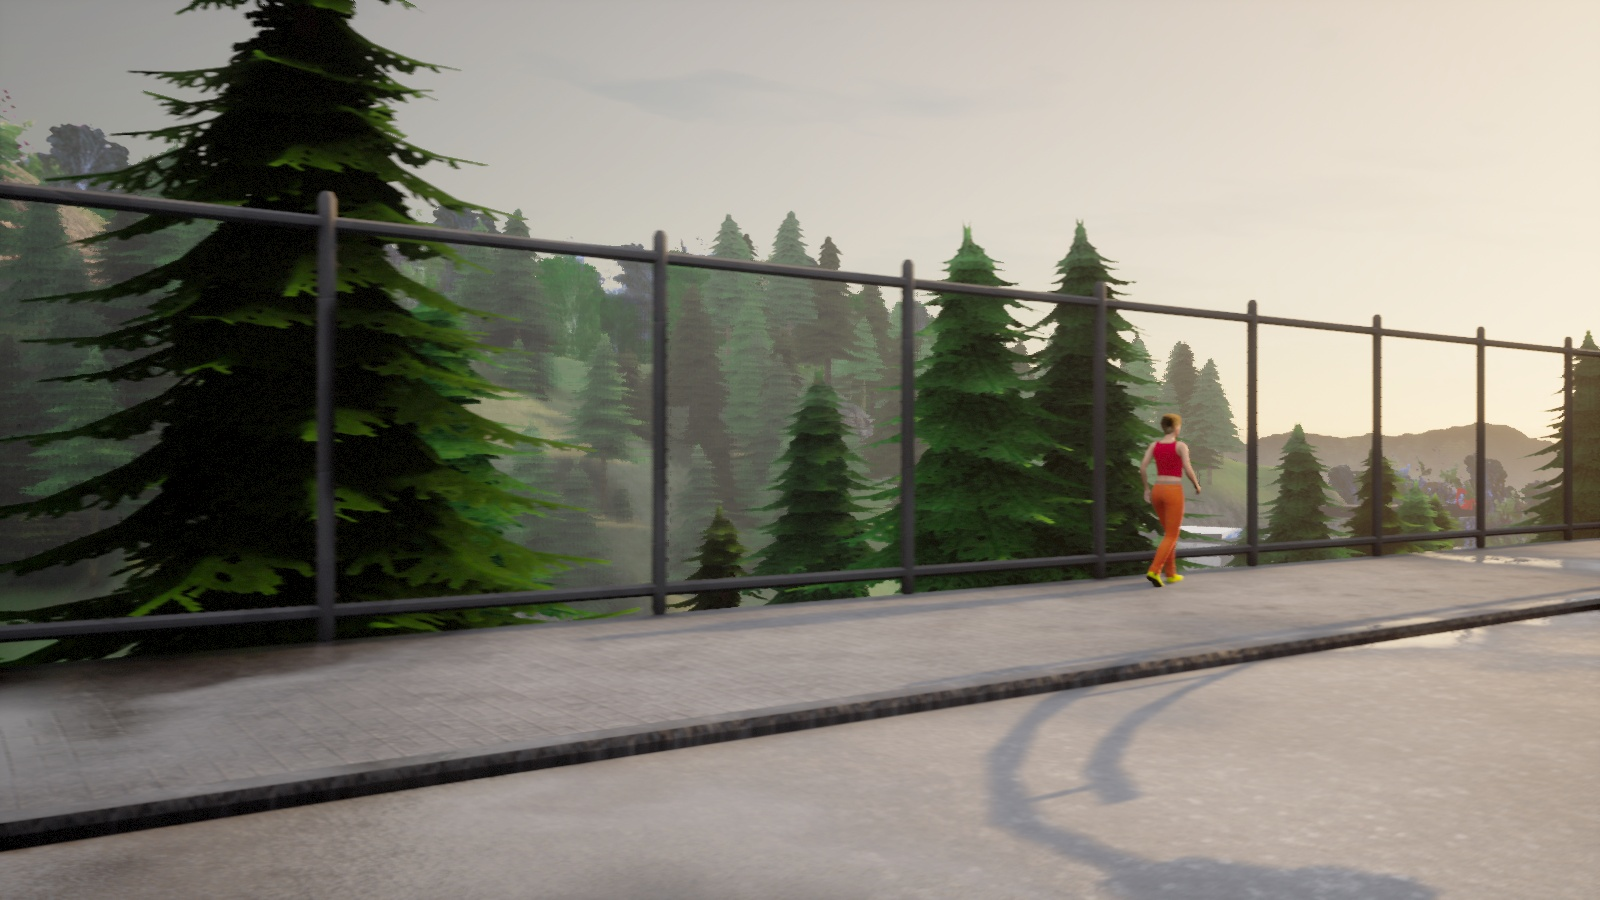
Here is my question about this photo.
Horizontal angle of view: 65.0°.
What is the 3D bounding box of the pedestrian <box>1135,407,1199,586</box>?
[{"bbox_3d":[3.865,0.479,13.229,0.594,1.836,0.345,0,0,-35],"label":"pedestrian"}]
